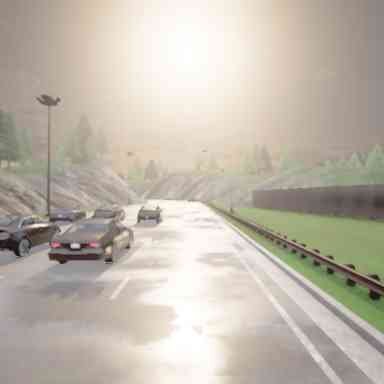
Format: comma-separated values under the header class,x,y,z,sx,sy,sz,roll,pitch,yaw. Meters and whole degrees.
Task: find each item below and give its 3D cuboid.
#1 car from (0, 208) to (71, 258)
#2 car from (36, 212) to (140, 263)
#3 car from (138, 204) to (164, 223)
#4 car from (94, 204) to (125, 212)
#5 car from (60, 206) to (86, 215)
class,x,y,z,sx,sy,sz,roll,pitch,yaw
car,-6.988,1.643,13.480,2.128,1.511,4.902,0,0,0
car,-3.497,1.687,12.481,2.033,1.411,5.357,0,-1,0
car,-3.492,1.809,28.476,2.128,1.511,4.902,0,0,0
car,-6.992,1.809,28.475,2.128,1.511,4.902,0,0,0
car,-10.490,1.881,28.497,1.994,1.385,4.181,0,-1,0
